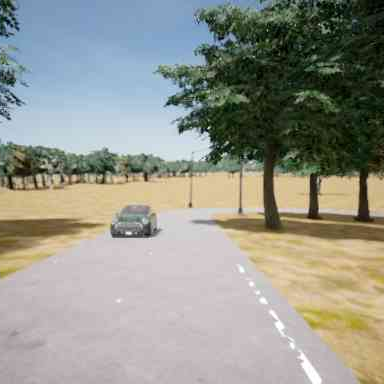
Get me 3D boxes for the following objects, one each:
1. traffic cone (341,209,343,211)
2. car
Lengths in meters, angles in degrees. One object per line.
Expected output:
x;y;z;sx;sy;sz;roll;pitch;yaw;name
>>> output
32.515;3.762;71.984;0.340;0.580;0.340;3;4;-1;traffic cone
-3.168;1.484;18.823;2.097;1.767;4.553;0;-1;0;car
